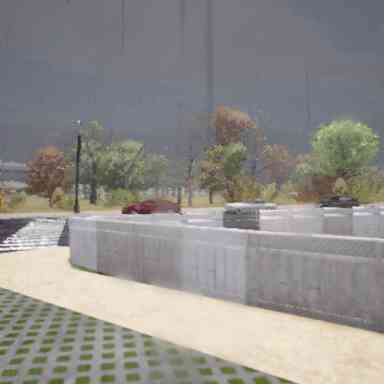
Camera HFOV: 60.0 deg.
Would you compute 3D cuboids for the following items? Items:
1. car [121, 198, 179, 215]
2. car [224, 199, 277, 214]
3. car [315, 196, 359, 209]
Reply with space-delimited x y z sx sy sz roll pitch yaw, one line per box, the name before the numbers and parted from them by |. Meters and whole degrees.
car | -3.452 1.316 28.029 5.008 1.535 1.882 -1 2 -18
car | 5.377 1.318 30.986 4.718 1.301 1.895 -1 2 -18
car | 14.913 1.120 34.169 4.674 1.442 1.812 -1 2 -18
